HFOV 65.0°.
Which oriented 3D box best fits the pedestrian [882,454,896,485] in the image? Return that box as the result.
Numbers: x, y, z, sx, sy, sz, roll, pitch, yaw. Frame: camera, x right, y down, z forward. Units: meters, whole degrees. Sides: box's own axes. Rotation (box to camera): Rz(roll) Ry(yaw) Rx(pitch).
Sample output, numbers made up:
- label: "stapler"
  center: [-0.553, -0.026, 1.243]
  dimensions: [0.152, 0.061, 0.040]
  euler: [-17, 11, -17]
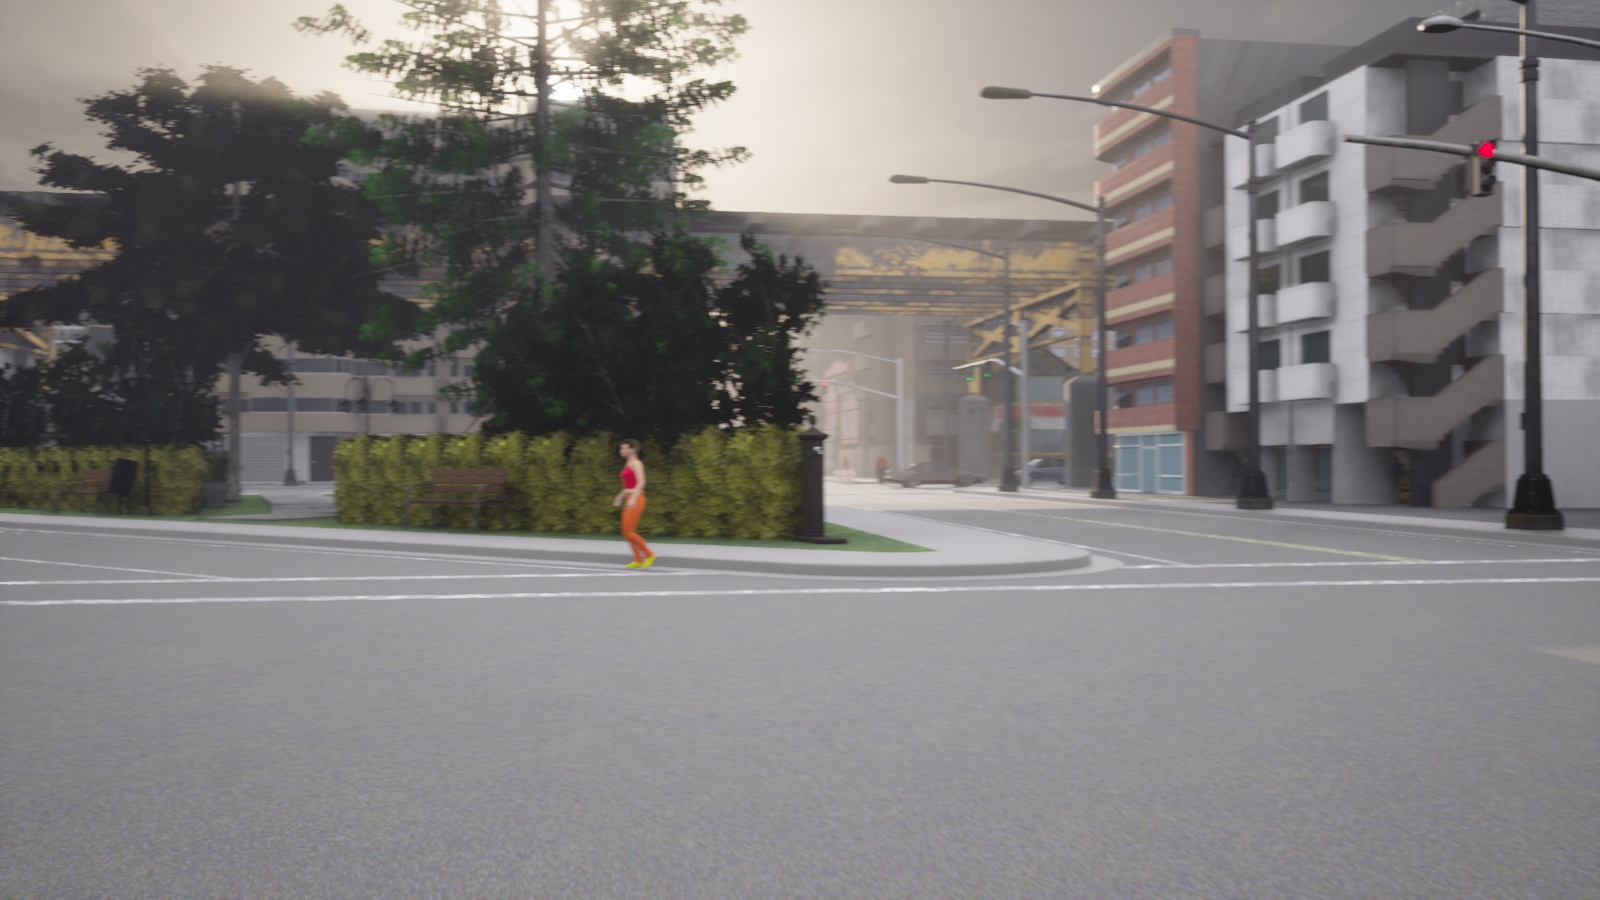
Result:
- label: "pedestrian"
  center: [5.242, 1.132, 73.596]
  dimensions: [0.634, 1.844, 0.899]
  euler: [-1, -1, 15]

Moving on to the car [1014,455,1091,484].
- label: "car"
  center: [14.596, 1.140, 72.645]
  dimensions: [3.988, 1.617, 1.851]
  euler: [0, 0, -9]

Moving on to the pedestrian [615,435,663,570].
- label: "pedestrian"
  center: [-2.223, 0.719, 17.342]
  dimensions: [0.594, 1.836, 0.345]
  euler: [0, -1, -17]

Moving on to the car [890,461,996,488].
- label: "car"
  center: [7.710, 1.312, 68.008]
  dimensions: [5.357, 1.411, 2.033]
  euler: [0, 0, -9]
